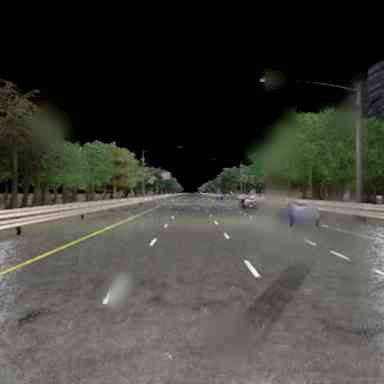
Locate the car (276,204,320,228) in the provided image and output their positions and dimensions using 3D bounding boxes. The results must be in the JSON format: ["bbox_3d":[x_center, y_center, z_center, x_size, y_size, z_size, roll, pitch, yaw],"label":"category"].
[{"bbox_3d":[7.024,1.534,22.324,1.812,1.442,4.674,0,0,0],"label":"car"}]

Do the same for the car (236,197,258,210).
[{"bbox_3d":[7.060,1.532,42.159,1.812,1.442,4.674,0,0,0],"label":"car"}]

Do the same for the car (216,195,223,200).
[{"bbox_3d":[7.638,1.468,91.604,1.882,1.535,5.008,0,0,8],"label":"car"}]
